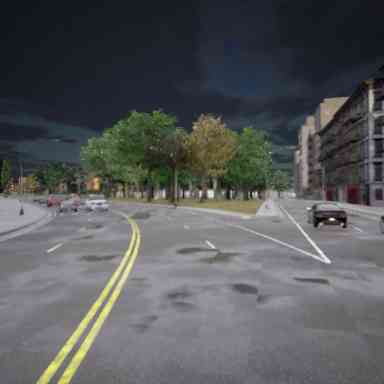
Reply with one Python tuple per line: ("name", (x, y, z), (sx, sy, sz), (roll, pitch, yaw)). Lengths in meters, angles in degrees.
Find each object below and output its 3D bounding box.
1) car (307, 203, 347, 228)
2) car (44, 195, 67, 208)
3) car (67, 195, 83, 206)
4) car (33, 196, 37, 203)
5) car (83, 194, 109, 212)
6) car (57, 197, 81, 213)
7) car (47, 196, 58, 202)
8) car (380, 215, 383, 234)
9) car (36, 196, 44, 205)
("car", (8.673, 1.436, 21.695), (1.882, 1.535, 5.008), (0, 0, 13))
("car", (-22.474, 1.447, 54.704), (2.150, 2.045, 5.566), (-1, 0, -29))
("car", (-19.579, 1.698, 56.196), (1.812, 1.442, 4.674), (-1, 0, -29))
("car", (-37.619, 1.800, 81.332), (1.882, 1.535, 5.008), (-1, 0, -30))
("car", (-11.757, 1.332, 41.084), (2.150, 2.045, 5.566), (-1, 0, -23))
("car", (-14.796, 1.704, 39.811), (1.812, 1.442, 4.674), (-1, 1, -23))
("car", (-34.744, 1.821, 82.853), (1.994, 1.385, 4.181), (-1, 0, -30))
("car", (10.613, 1.277, 15.703), (2.097, 1.767, 4.553), (-1, 0, 13))
("car", (-29.956, 1.827, 67.888), (1.994, 1.385, 4.181), (-1, 0, -30))
